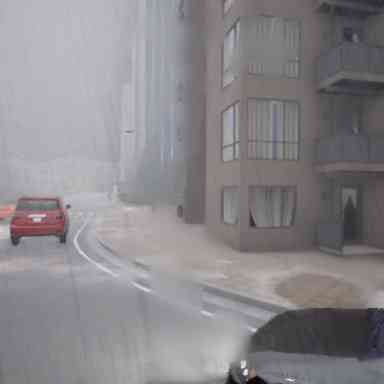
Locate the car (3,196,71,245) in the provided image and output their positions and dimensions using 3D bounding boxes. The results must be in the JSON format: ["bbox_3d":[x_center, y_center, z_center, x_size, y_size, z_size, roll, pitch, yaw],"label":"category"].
[{"bbox_3d":[-6.994,1.176,15.631,2.150,2.045,5.566,0,0,-19],"label":"car"}]

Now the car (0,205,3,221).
[{"bbox_3d":[-13.425,1.256,26.020,2.097,1.767,4.553,1,0,-15],"label":"car"}]

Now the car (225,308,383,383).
[{"bbox_3d":[2.345,1.590,2.543,4.181,1.385,1.994,0,0,34],"label":"car"}]
